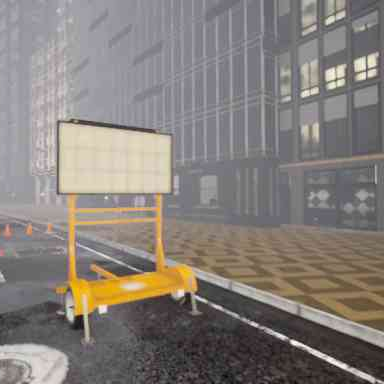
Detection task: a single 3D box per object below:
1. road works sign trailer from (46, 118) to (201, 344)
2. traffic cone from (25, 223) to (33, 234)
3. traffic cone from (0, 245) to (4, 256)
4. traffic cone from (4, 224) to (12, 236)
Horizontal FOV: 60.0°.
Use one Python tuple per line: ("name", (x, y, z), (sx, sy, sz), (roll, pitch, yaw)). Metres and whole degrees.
("road works sign trailer", (-1.537, 0.458, 6.693), (2.380, 3.560, 2.880), (0, 0, -36))
("traffic cone", (-8.612, 1.921, 17.619), (0.340, 0.580, 0.340), (0, 0, -36))
("traffic cone", (-6.742, 1.926, 11.578), (0.340, 0.580, 0.340), (0, 0, -36))
("traffic cone", (-9.425, 1.916, 17.037), (0.340, 0.580, 0.340), (0, 0, -36))
